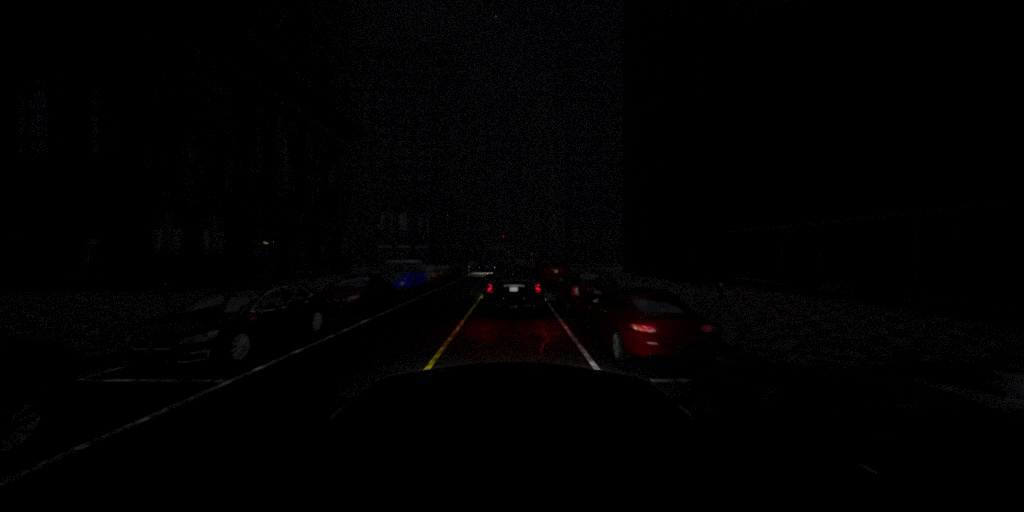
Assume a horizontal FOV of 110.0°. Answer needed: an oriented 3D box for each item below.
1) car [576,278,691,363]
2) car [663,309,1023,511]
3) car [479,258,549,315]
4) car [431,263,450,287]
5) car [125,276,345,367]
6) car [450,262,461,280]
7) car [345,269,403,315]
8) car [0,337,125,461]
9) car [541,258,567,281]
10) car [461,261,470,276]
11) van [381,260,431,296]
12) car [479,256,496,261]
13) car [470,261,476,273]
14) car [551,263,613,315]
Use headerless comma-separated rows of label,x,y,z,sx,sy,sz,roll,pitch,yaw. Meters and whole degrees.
car,2.765,1.332,7.887,1.802,1.307,4.207,0,0,0
car,2.763,1.332,2.250,1.802,1.307,4.207,0,0,0
car,0.075,1.102,13.766,2.097,1.767,4.553,0,0,0
car,-5.752,1.280,24.625,1.751,1.417,4.829,0,0,0
car,-5.760,1.301,7.885,2.007,1.370,4.403,0,0,0
car,-5.750,1.339,30.431,1.802,1.307,4.207,0,0,0
car,-5.757,1.333,13.522,1.802,1.307,4.207,0,0,0
car,-5.762,1.316,2.249,1.948,1.339,4.313,0,0,0
car,2.773,1.068,24.794,2.192,1.841,5.009,0,0,0
car,-5.747,1.327,36.068,1.948,1.339,4.313,0,0,0
van,-5.755,1.093,19.158,1.690,1.789,3.998,0,0,0
car,-3.043,0.993,46.691,2.150,2.045,5.566,0,0,0
car,-5.745,1.331,41.704,1.948,1.339,4.313,0,0,0
car,2.768,1.190,13.523,1.967,1.591,4.097,0,0,0
